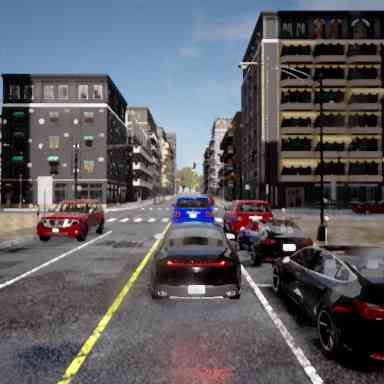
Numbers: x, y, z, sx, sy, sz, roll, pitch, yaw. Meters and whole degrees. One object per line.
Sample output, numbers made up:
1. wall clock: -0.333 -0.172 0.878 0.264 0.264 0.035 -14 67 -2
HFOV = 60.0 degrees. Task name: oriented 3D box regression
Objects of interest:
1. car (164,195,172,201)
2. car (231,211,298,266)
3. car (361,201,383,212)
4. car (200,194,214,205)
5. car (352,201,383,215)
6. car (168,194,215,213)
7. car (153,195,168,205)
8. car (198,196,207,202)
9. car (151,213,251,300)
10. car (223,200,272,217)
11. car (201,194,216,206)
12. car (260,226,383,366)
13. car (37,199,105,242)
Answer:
1. car: -5.946 1.514 82.965 1.752 1.417 4.829 1 0 0
2. car: 2.669 1.564 11.234 1.947 1.339 4.313 1 0 0
3. car: 22.670 1.719 39.488 4.313 1.339 1.947 0 -1 0
4. car: 2.633 1.306 60.444 2.192 1.841 5.009 1 0 0
5. car: 17.183 1.562 31.078 4.206 1.307 1.802 0 -1 0
6. car: 0.043 1.218 18.304 2.150 2.045 5.566 0 0 0
7. car: -5.994 1.541 60.351 2.008 1.369 4.403 1 0 0
8. car: 2.452 1.555 77.528 1.947 1.339 4.313 1 0 0
9. car: 0.076 1.503 8.388 1.837 1.490 4.892 0 0 0
10. car: 2.729 1.312 16.670 2.192 1.841 5.009 1 0 0
11. car: 2.661 1.306 54.744 2.192 1.841 5.009 1 0 0
12. car: 2.687 1.565 5.795 1.947 1.339 4.313 1 0 0
13. car: -5.798 1.312 16.636 2.192 1.841 5.009 1 0 0
